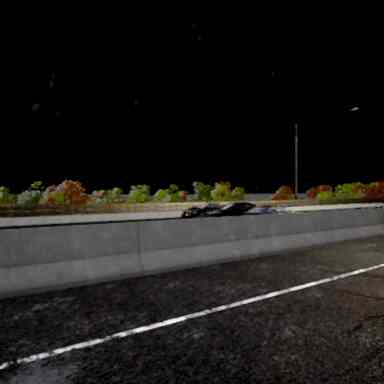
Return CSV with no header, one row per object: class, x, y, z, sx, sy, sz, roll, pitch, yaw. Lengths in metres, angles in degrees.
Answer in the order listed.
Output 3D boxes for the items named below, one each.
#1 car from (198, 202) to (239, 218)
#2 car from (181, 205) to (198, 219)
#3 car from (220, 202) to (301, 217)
car,3.188,1.464,23.442,5.008,1.535,1.882,0,0,-35
car,1.221,1.548,26.337,4.181,1.385,1.994,0,0,-35
car,4.554,1.535,20.118,5.357,1.411,2.033,0,0,-35
